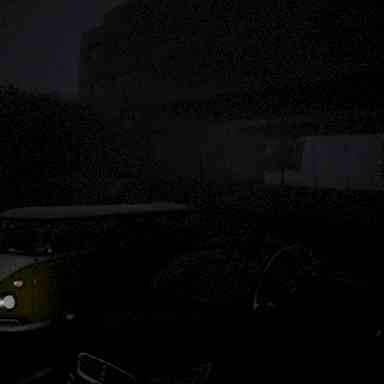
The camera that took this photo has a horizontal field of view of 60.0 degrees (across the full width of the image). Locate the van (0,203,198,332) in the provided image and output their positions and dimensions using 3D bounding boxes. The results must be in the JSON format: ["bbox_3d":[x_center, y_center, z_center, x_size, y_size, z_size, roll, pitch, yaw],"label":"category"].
[{"bbox_3d":[-1.723,1.220,6.369,1.878,1.987,4.442,0,0,36],"label":"van"}]

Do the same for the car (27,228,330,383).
[{"bbox_3d":[0.621,1.466,4.847,2.231,1.521,4.892,0,0,36],"label":"car"}]
